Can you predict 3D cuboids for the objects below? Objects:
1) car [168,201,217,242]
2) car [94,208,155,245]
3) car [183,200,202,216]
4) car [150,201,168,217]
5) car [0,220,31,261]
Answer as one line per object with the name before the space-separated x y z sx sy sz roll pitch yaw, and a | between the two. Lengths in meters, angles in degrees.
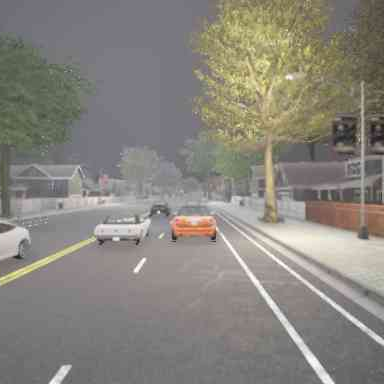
car | 0.098 1.434 17.141 2.097 1.767 4.553 0 0 0
car | -3.151 1.677 16.084 1.895 1.301 4.718 0 0 0
car | 0.096 1.654 35.476 1.882 1.535 5.008 0 0 0
car | -3.153 1.673 33.921 1.837 1.490 4.892 0 0 0
car | -6.600 1.573 10.010 1.812 1.442 4.674 0 0 0
